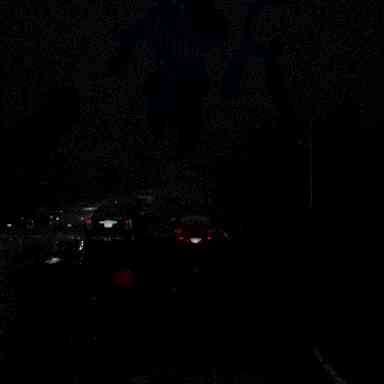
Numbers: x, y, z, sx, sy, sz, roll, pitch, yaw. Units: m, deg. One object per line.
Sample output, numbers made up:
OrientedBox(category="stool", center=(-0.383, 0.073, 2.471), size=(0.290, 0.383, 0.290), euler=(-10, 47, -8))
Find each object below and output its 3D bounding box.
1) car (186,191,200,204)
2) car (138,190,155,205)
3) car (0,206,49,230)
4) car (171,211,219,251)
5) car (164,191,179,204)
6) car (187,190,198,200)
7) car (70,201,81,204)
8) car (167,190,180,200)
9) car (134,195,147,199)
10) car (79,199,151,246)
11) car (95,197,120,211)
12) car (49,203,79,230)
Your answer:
OrientedBox(category="car", center=(0.182, 0.897, 53.106), size=(2.097, 1.767, 4.553), euler=(0, 3, 0))
OrientedBox(category="car", center=(-6.966, 0.872, 50.930), size=(2.150, 2.045, 5.566), euler=(0, 3, 0))
OrientedBox(category="car", center=(-10.578, 1.621, 21.507), size=(1.895, 1.301, 4.718), euler=(0, 0, 1))
OrientedBox(category="car", center=(0.112, 1.539, 14.072), size=(1.812, 1.442, 4.674), euler=(0, 0, 0))
OrientedBox(category="car", center=(-3.318, 1.036, 52.842), size=(1.882, 1.535, 5.008), euler=(0, 3, 0))
OrientedBox(category="car", center=(0.099, 0.539, 63.185), size=(1.837, 1.490, 4.892), euler=(0, 3, 0))
OrientedBox(category="car", center=(-10.553, 1.577, 31.155), size=(2.033, 1.411, 5.357), euler=(0, 0, 0))
OrientedBox(category="car", center=(-3.402, 0.538, 62.951), size=(2.128, 1.511, 4.902), euler=(0, 3, 0))
OrientedBox(category="car", center=(-7.029, 1.510, 40.623), size=(1.837, 1.490, 4.892), euler=(0, 1, 0))
OrientedBox(category="car", center=(-3.379, 1.367, 15.552), size=(2.097, 1.767, 4.553), euler=(0, 0, 0))
OrientedBox(category="car", center=(-10.521, 1.490, 41.784), size=(1.837, 1.490, 4.892), euler=(0, 1, 0))
OrientedBox(category="car", center=(-7.068, 1.621, 21.371), size=(1.895, 1.301, 4.718), euler=(0, 0, 0))
